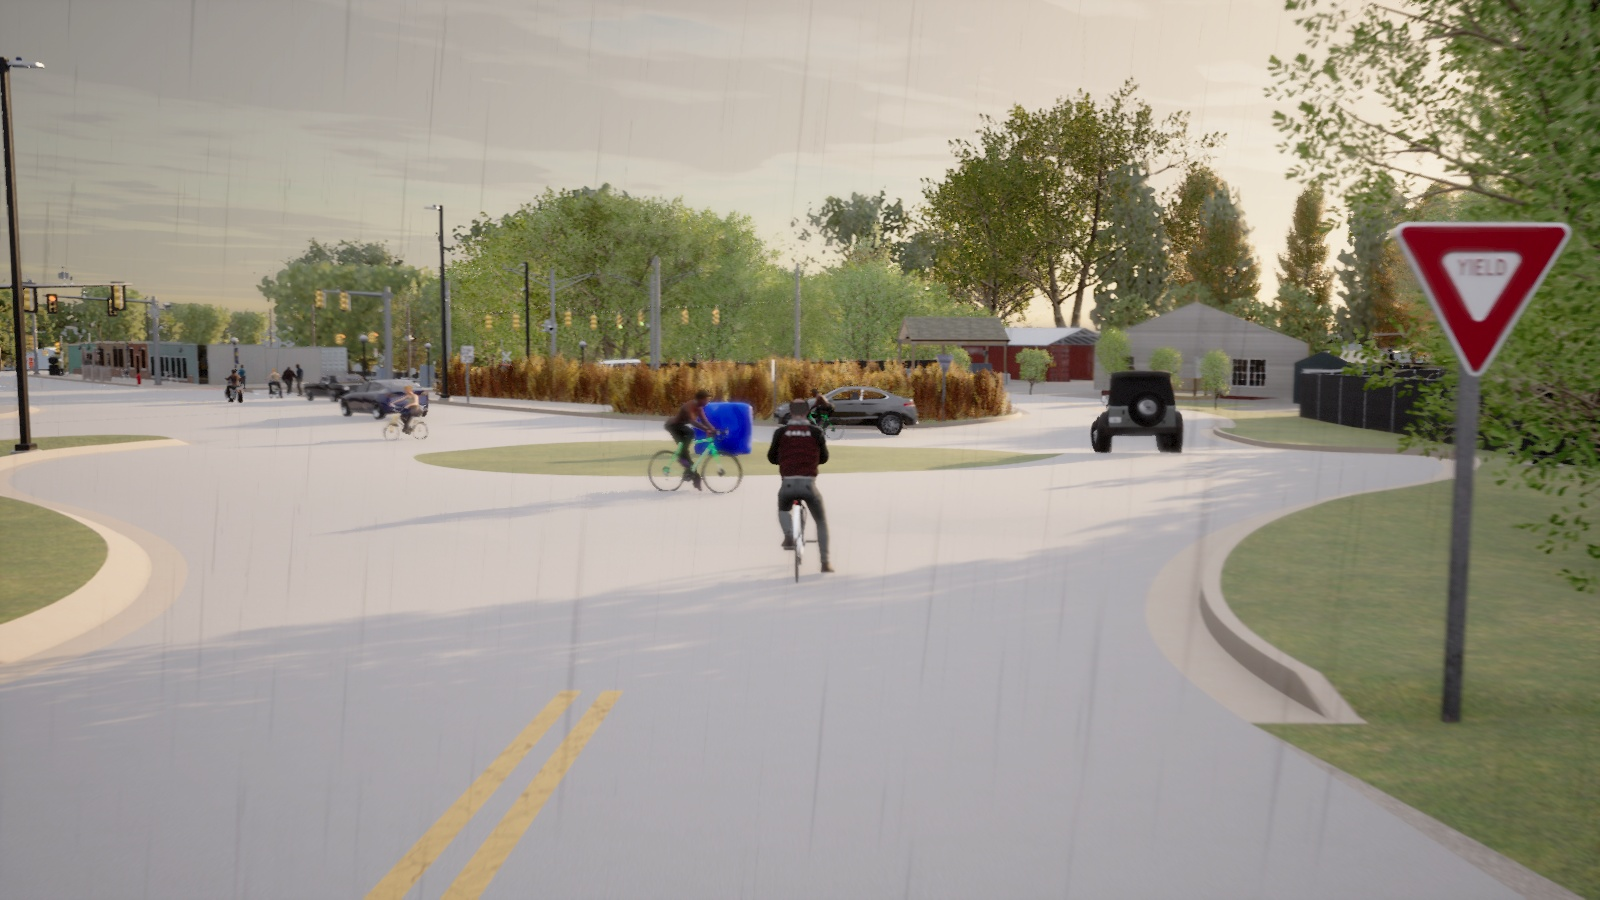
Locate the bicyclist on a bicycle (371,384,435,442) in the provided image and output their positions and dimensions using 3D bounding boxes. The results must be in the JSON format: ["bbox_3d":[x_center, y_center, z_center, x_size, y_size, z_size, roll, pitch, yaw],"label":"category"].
[{"bbox_3d":[-11.454,-1.088,36.265,0.866,1.612,1.509,6,7,38],"label":"bicyclist on a bicycle"}]

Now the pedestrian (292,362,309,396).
[{"bbox_3d":[-27.924,-3.979,70.235,0.726,1.835,0.370,-4,7,-39],"label":"pedestrian"}]

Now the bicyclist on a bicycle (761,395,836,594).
[{"bbox_3d":[0.008,0.370,12.391,0.659,1.776,1.843,0,4,2],"label":"bicyclist on a bicycle"}]

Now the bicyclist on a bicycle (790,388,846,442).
[{"bbox_3d":[0.563,-1.123,39.931,1.656,1.620,0.582,2,6,16],"label":"bicyclist on a bicycle"}]

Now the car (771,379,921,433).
[{"bbox_3d":[1.559,-1.554,43.526,5.027,1.651,2.152,1,5,1],"label":"car"}]

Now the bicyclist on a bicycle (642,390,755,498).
[{"bbox_3d":[-1.573,-0.117,19.507,1.656,1.620,0.582,1,4,22],"label":"bicyclist on a bicycle"}]

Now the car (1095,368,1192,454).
[{"bbox_3d":[8.068,-0.859,29.806,1.905,1.878,3.866,0,-1,11],"label":"car"}]

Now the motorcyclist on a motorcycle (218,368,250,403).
[{"bbox_3d":[-27.262,-3.123,60.496,0.766,1.649,2.350,-5,6,-39],"label":"motorcyclist on a motorcycle"}]

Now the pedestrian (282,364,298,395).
[{"bbox_3d":[-30.836,-4.279,75.945,0.634,1.844,0.899,-4,7,-38],"label":"pedestrian"}]

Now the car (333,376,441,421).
[{"bbox_3d":[-16.024,-2.033,48.590,2.163,1.488,4.792,-6,7,-42],"label":"car"}]

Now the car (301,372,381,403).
[{"bbox_3d":[-22.084,-3.030,60.362,1.895,1.301,4.718,-5,7,-43],"label":"car"}]
